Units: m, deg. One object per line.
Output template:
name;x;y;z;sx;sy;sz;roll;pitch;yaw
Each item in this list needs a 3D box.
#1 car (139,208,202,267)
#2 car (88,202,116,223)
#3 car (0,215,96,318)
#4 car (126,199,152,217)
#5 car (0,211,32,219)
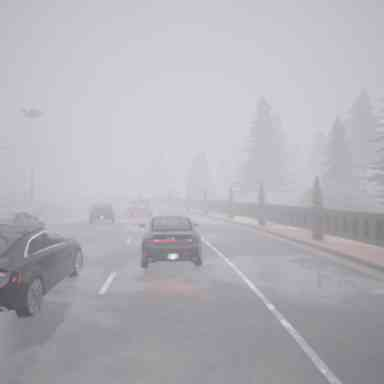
car;-0.772;1.530;11.590;1.837;1.490;4.892;0;0;-6
car;-7.096;1.593;26.364;1.837;1.490;4.892;0;0;-14
car;-3.850;1.527;7.405;2.128;1.511;4.902;0;0;-4
car;-5.156;1.439;32.170;2.097;1.767;4.553;0;0;-17
car;-8.332;1.601;15.474;1.812;1.442;4.674;0;0;-9
